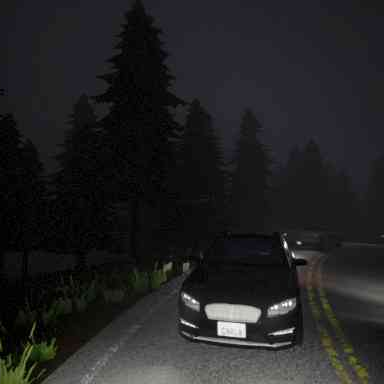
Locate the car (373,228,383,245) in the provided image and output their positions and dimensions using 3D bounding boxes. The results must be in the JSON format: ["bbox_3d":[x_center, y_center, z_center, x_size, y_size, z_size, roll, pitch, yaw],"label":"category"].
[{"bbox_3d":[17.411,3.438,27.322,5.566,2.045,2.150,8,-7,-26],"label":"car"}]

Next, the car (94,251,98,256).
[{"bbox_3d":[-20.225,13.651,73.019,4.181,1.381,1.994,-2,-5,31],"label":"car"}]

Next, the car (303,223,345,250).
[{"bbox_3d":[6.583,2.317,17.823,1.895,1.301,4.718,-3,-6,39],"label":"car"}]

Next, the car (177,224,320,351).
[{"bbox_3d":[1.139,1.562,6.640,2.128,1.511,4.902,-1,-2,15],"label":"car"}]
